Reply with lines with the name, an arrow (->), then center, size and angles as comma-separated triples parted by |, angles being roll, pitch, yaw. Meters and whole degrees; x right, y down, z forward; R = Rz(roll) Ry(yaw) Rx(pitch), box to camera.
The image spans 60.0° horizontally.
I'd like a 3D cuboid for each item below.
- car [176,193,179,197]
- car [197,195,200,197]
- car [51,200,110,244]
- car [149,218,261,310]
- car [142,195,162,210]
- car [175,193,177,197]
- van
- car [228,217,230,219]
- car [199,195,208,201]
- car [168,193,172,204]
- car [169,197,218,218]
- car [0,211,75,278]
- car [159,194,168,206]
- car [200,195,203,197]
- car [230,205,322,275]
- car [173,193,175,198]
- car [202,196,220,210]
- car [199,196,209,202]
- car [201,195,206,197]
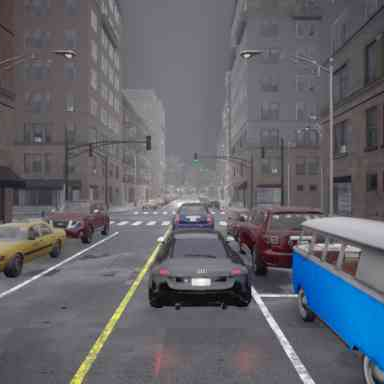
car -> -5.303, 1.312, 86.890 | 2.192, 1.841, 5.009 | 0, 0, 0
car -> 2.716, 1.548, 70.435 | 2.008, 1.369, 4.403 | 0, 0, 0
car -> -5.382, 1.314, 16.027 | 2.192, 1.841, 5.009 | 0, 0, 0
car -> 0.106, 1.564, 7.894 | 1.994, 1.385, 4.181 | 0, 0, -2
car -> -5.368, 1.521, 42.864 | 1.752, 1.417, 4.829 | 0, 0, 0
car -> -5.311, 1.563, 81.409 | 1.947, 1.339, 4.313 | 0, 0, 0
van -> 2.643, 1.341, 4.659 | 1.690, 1.788, 3.998 | 0, 0, 0
car -> 2.656, 1.581, 16.017 | 1.802, 1.307, 4.206 | 0, 0, 0
car -> 2.728, 1.437, 81.399 | 1.967, 1.590, 4.097 | 0, 0, 0
car -> -5.343, 1.311, 59.480 | 2.192, 1.841, 5.009 | 0, 0, 0
car -> 0.072, 1.350, 18.163 | 2.097, 1.767, 4.553 | 0, 0, 0
car -> -5.388, 1.525, 10.178 | 1.752, 1.417, 4.829 | 0, 0, 0
car -> -5.352, 1.522, 53.828 | 1.752, 1.417, 4.829 | 0, 0, 0
car -> 2.698, 1.547, 53.989 | 2.008, 1.369, 4.403 | 0, 0, 0
car -> 2.650, 1.314, 10.338 | 2.192, 1.841, 5.009 | 0, 0, 0
car -> -5.327, 1.437, 70.444 | 1.967, 1.590, 4.097 | 0, 0, 0
car -> 2.686, 1.547, 43.026 | 2.008, 1.369, 4.403 | 0, 0, 0
car -> 2.722, 1.548, 75.917 | 2.008, 1.369, 4.403 | 0, 0, 0
car -> 2.692, 1.541, 48.507 | 1.887, 1.381, 4.507 | 0, 0, 0
